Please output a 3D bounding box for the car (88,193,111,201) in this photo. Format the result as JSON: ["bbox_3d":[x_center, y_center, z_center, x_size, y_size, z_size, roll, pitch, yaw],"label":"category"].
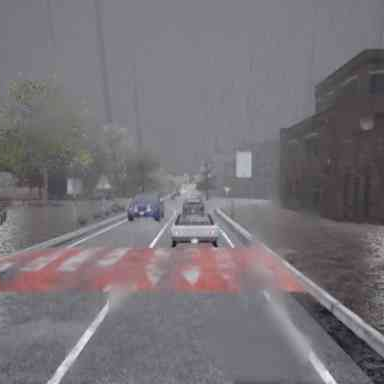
[{"bbox_3d":[-16.697,0.923,60.356,2.033,1.411,5.357,0,1,15],"label":"car"}]

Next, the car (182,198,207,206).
[{"bbox_3d":[0.174,1.299,28.967,1.837,1.490,4.892,0,-1,2],"label":"car"}]

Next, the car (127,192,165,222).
[{"bbox_3d":[-3.292,1.055,24.823,2.150,2.045,5.566,0,0,1],"label":"car"}]

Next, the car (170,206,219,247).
[{"bbox_3d":[0.101,1.526,14.755,1.895,1.301,4.718,0,1,0],"label":"car"}]
